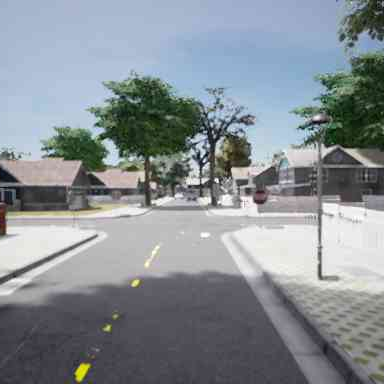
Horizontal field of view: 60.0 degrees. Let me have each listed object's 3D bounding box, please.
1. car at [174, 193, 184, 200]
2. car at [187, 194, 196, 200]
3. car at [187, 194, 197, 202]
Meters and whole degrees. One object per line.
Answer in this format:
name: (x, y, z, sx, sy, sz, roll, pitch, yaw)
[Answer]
car: (-2.776, 0.941, 71.483, 1.812, 1.442, 4.674, 0, 0, 0)
car: (-0.029, 1.187, 77.734, 1.994, 1.385, 4.181, 0, 0, 0)
car: (-0.025, 1.165, 67.668, 2.097, 1.767, 4.553, 0, 0, 0)
